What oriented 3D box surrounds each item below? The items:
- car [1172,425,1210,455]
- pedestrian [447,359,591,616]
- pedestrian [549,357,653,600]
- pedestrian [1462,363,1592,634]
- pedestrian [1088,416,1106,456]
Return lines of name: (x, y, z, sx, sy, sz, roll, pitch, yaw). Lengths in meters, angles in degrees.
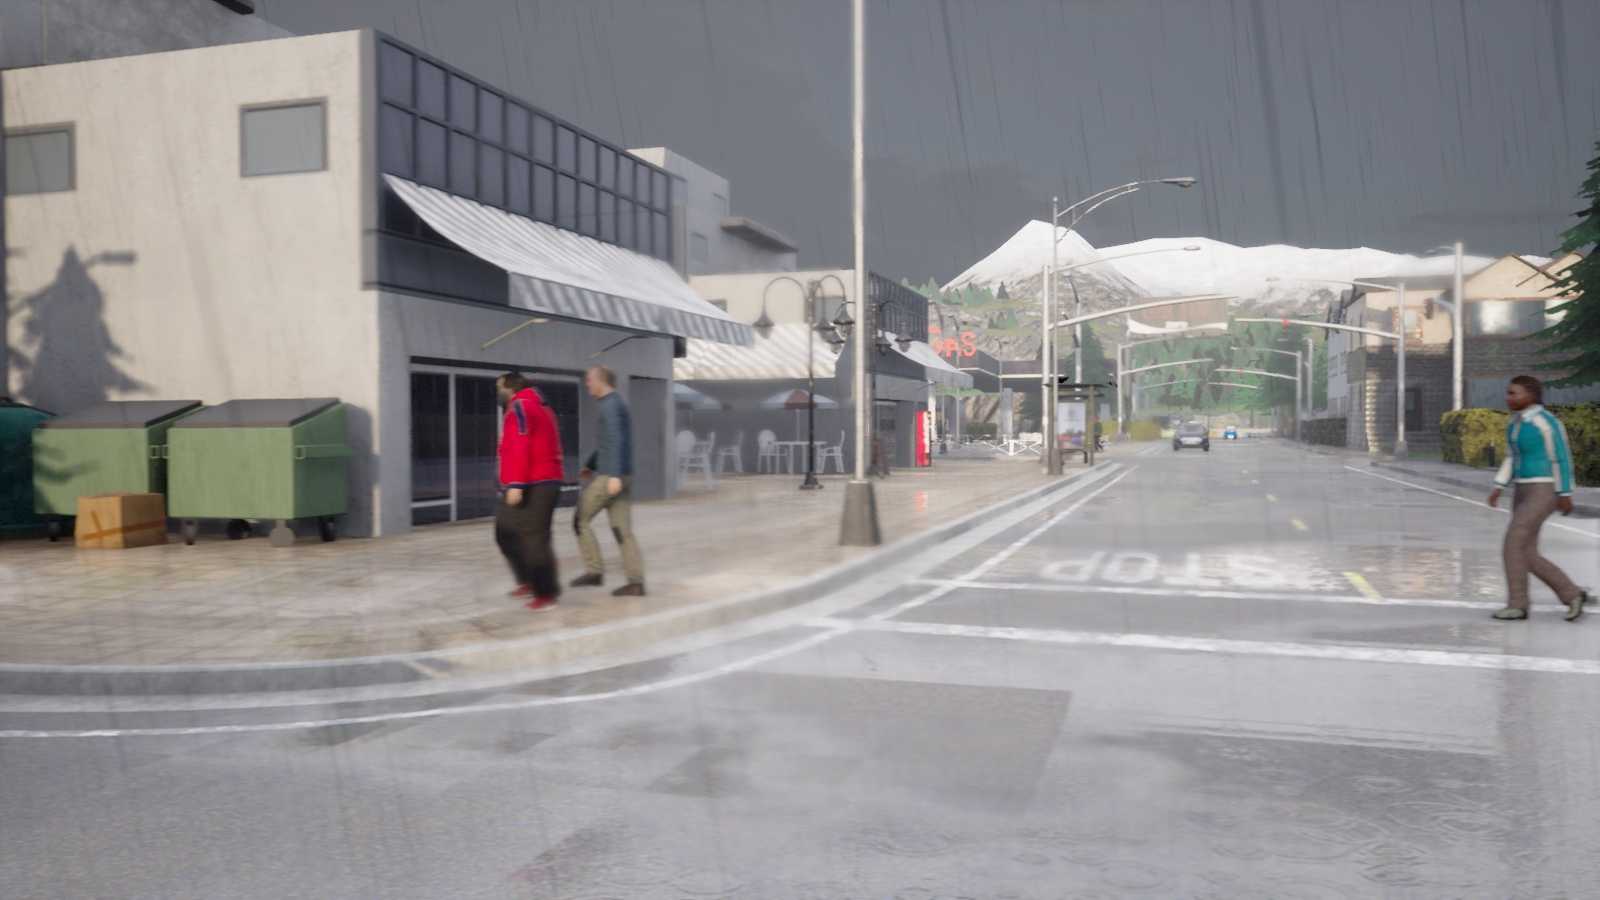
car: (22.547, -0.606, 72.402, 2.033, 1.649, 4.856, 0, 1, 18)
pedestrian: (-2.079, 0.262, 9.367, 0.899, 1.844, 0.634, 0, 1, 5)
pedestrian: (-1.533, 0.209, 9.738, 0.726, 1.842, 0.402, 0, 1, 4)
pedestrian: (5.286, 0.344, 9.154, 0.692, 1.930, 0.396, 0, 1, 3)
pedestrian: (14.664, -0.692, 62.043, 0.788, 1.949, 0.423, 0, 1, -30)
